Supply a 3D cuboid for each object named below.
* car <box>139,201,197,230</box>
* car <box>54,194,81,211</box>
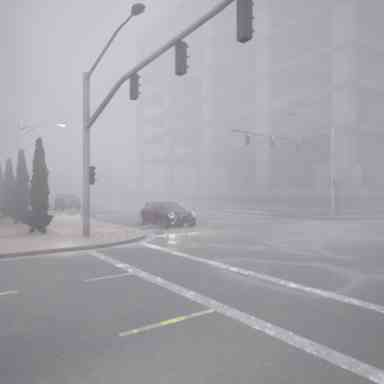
[{"bbox_3d":[-1.659,1.395,21.820,2.097,1.767,4.553,0,0,-35],"label":"car"},{"bbox_3d":[-15.714,1.253,41.799,2.150,2.045,5.566,0,0,-35],"label":"car"}]
